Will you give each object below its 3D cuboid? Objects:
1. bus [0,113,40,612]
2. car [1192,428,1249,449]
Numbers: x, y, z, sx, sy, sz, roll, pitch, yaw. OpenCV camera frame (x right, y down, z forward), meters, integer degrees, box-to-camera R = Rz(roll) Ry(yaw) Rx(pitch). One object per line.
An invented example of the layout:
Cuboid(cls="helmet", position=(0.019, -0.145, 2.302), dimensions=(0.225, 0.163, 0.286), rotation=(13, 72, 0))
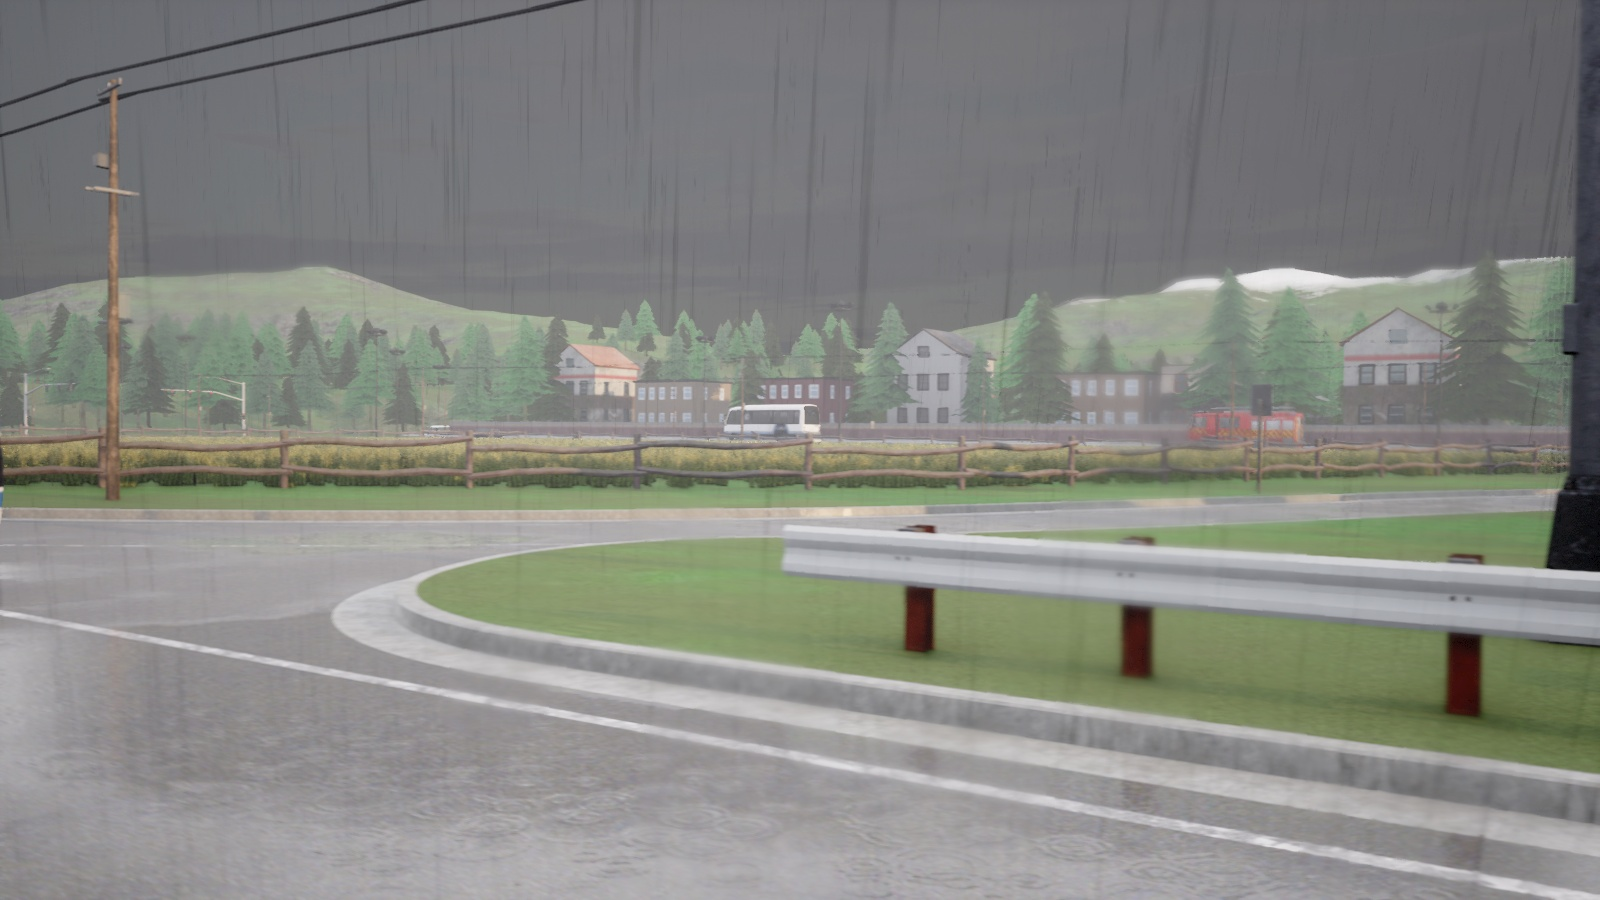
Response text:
Cuboid(cls="bus", position=(-12.100, -0.699, 11.812), dimensions=(10.273, 4.253, 3.944), rotation=(0, 1, 30))
Cuboid(cls="car", position=(31.553, -0.865, 94.204), dimensions=(3.705, 1.549, 1.789), rotation=(0, 1, 34))
